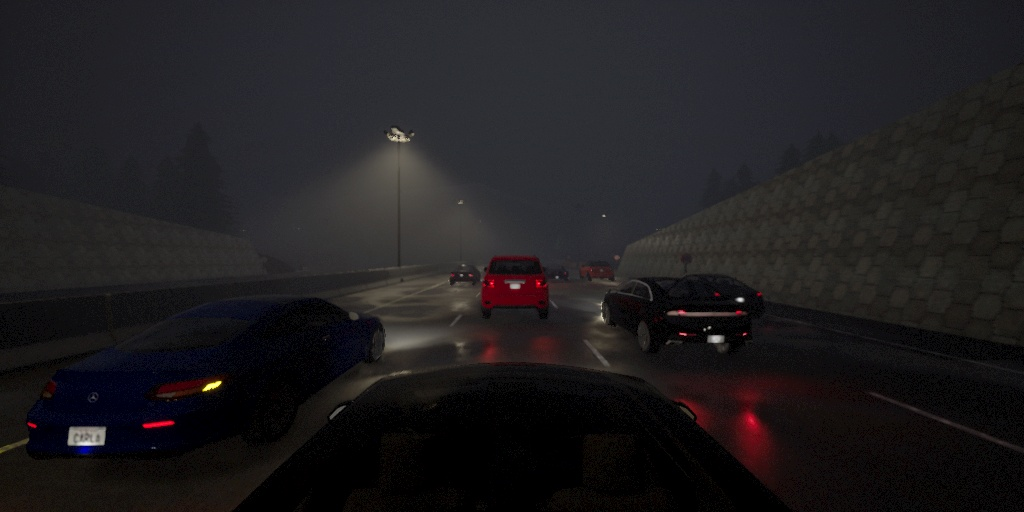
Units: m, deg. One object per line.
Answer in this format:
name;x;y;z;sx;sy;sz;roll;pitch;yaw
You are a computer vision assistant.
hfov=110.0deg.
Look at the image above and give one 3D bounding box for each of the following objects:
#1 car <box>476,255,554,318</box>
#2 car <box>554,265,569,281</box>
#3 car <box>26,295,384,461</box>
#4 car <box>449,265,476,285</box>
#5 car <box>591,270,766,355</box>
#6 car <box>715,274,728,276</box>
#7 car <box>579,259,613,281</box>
car;0.110;0.997;13.255;2.150;2.045;5.566;0;0;0
car;3.595;1.415;30.811;1.895;1.301;4.718;0;0;0
car;-3.414;1.283;5.179;1.812;1.442;4.674;0;0;0
car;-3.404;1.353;26.700;2.033;1.411;5.357;0;0;0
car;3.597;1.257;8.748;2.128;1.511;4.902;0;0;0
car;7.098;1.339;13.158;1.994;1.385;4.181;0;0;0
car;7.095;1.166;30.497;2.097;1.767;4.553;0;0;0
